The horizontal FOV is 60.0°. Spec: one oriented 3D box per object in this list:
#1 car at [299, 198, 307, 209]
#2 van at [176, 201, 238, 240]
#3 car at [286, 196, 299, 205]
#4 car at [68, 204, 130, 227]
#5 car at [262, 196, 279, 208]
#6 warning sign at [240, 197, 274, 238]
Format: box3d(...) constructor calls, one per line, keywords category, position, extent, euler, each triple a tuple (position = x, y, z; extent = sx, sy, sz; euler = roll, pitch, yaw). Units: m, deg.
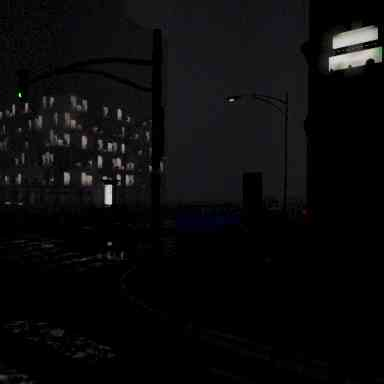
box3d(category="car", position=(15.639, 1.442, 42.313), extent=(1.837, 1.490, 4.892), euler=(1, 1, 36))
box3d(category="van", position=(0.875, 1.368, 16.991), extent=(1.690, 1.788, 3.998), euler=(1, 1, 35))
box3d(category="car", position=(16.399, 1.364, 53.269), extent=(1.752, 1.417, 4.829), euler=(1, 1, 35))
box3d(category="car", position=(-5.955, 1.467, 21.852), extent=(1.947, 1.339, 4.313), euler=(1, 1, 35))
box3d(category="car", position=(10.083, 1.293, 44.390), extent=(1.967, 1.590, 4.097), euler=(1, 1, 35))
box3d(category="warning sign", position=(3.157, 1.177, 16.097), extent=(1.300, 1.860, 1.060), euler=(1, 1, 35))
